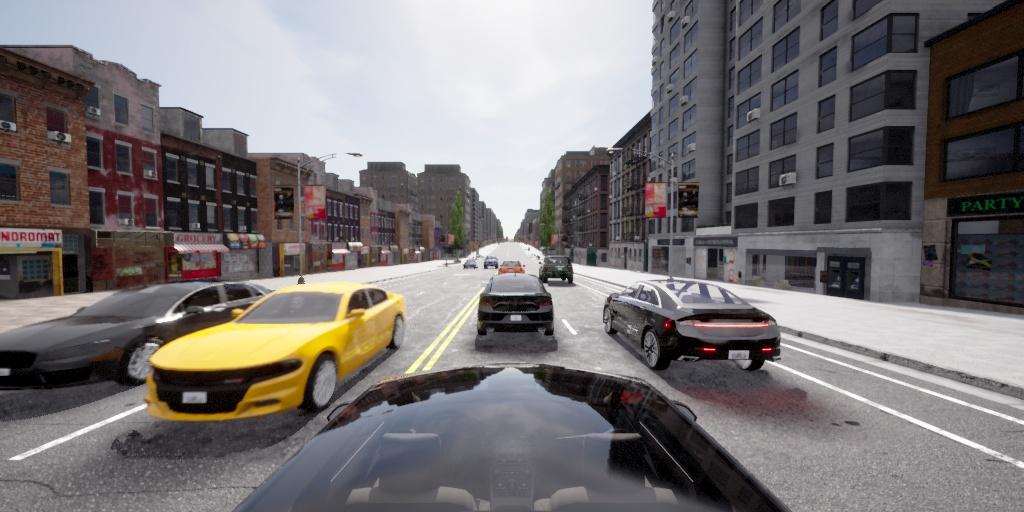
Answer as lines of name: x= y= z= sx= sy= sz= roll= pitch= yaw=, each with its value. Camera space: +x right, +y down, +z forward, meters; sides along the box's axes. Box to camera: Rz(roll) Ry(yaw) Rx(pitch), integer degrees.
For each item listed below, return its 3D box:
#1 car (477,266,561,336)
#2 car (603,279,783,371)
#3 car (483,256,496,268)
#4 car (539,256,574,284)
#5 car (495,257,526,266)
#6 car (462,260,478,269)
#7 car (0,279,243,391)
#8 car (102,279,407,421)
car: x=0.086 y=1.233 z=10.479 sx=1.882 sy=1.535 sz=5.008 roll=0 pitch=0 yaw=0
car: x=3.338 y=1.243 z=7.701 sx=2.128 sy=1.511 sz=4.902 roll=0 pitch=0 yaw=0
car: x=-3.343 y=0.995 z=57.749 sx=2.150 sy=2.045 sz=5.566 roll=0 pitch=0 yaw=0
car: x=3.312 y=0.994 z=27.537 sx=2.150 sy=2.045 sz=5.566 roll=0 pitch=0 yaw=0
car: x=0.027 y=1.126 z=29.614 sx=2.097 sy=1.767 sz=4.553 roll=0 pitch=0 yaw=3
car: x=-6.600 y=1.295 z=56.784 sx=1.812 sy=1.442 sz=4.674 roll=0 pitch=0 yaw=0
car: x=-6.607 y=1.256 z=7.073 sx=1.837 sy=1.490 sz=4.892 roll=0 pitch=0 yaw=0
car: x=-3.355 y=1.228 z=6.285 sx=1.882 sy=1.535 sz=5.008 roll=0 pitch=0 yaw=0
